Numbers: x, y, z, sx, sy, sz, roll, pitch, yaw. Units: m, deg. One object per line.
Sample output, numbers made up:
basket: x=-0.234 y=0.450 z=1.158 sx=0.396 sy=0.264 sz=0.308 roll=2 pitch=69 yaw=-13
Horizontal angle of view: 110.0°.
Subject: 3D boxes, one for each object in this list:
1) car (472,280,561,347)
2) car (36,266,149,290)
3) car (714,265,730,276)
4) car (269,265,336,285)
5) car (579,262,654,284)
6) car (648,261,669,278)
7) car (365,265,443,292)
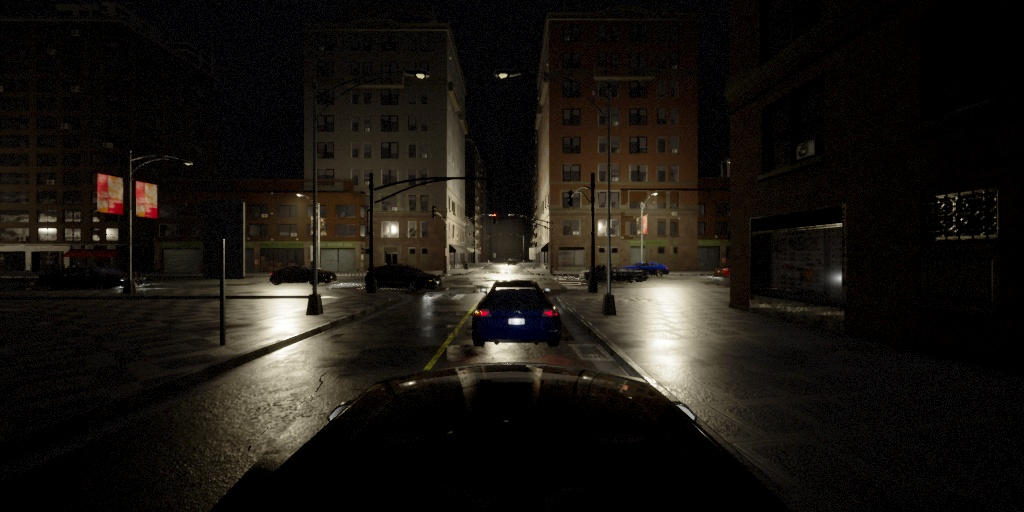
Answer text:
car: x=0.098 y=1.314 z=9.373 sx=1.994 sy=1.385 sz=4.181 roll=0 pitch=0 yaw=0
car: x=-26.392 y=1.392 z=22.608 sx=5.357 sy=1.411 sz=2.033 roll=0 pitch=0 yaw=0
car: x=20.905 y=1.225 z=32.772 sx=4.181 sy=1.385 sz=1.994 roll=0 pitch=0 yaw=0
car: x=-15.039 y=1.365 z=25.909 sx=4.181 sy=1.385 sz=1.994 roll=0 pitch=0 yaw=0
car: x=7.373 y=1.310 z=26.017 sx=4.718 sy=1.301 sz=1.895 roll=0 pitch=0 yaw=0
car: x=11.866 y=1.217 z=32.735 sx=4.674 sy=1.442 sz=1.812 roll=0 pitch=0 yaw=0
car: x=-6.374 y=1.270 z=21.120 sx=4.892 sy=1.490 sz=1.837 roll=0 pitch=-1 yaw=24
